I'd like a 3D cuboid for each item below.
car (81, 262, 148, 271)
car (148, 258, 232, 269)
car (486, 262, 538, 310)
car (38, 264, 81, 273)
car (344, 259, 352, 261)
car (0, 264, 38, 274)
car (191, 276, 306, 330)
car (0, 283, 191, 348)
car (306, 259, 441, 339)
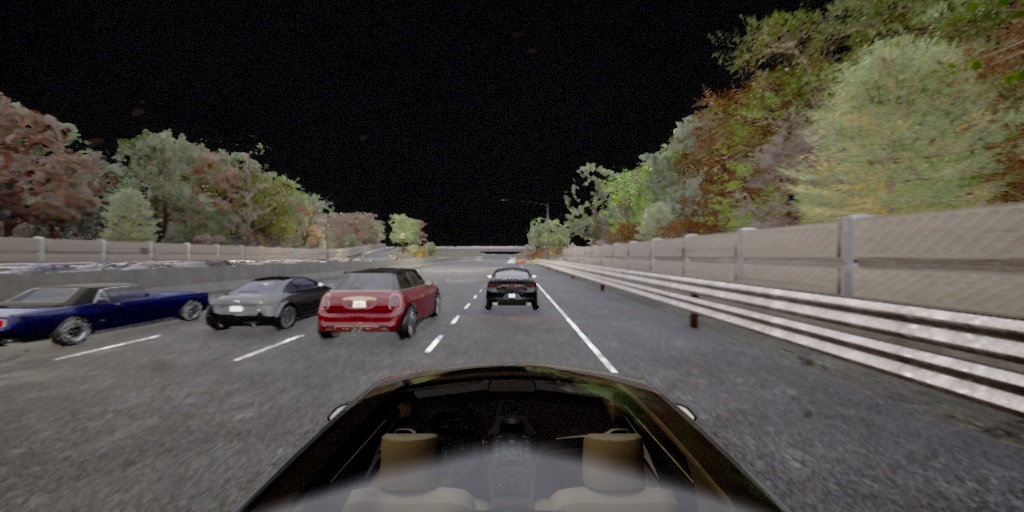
[{"bbox_3d":[-24.589,1.248,24.099,2.033,1.411,5.357,0,0,0],"label":"car"},{"bbox_3d":[-21.087,1.052,24.242,2.097,1.767,4.553,0,0,0],"label":"car"},{"bbox_3d":[-0.001,1.196,14.642,1.882,1.535,5.008,0,0,0],"label":"car"},{"bbox_3d":[-28.085,1.191,24.607,2.128,1.511,4.902,0,0,0],"label":"car"},{"bbox_3d":[-24.506,1.328,57.649,1.895,1.301,4.718,0,0,0],"label":"car"},{"bbox_3d":[-31.586,1.248,24.031,2.033,1.411,5.357,0,0,0],"label":"car"},{"bbox_3d":[-6.898,1.290,10.973,1.994,1.385,4.181,0,0,0],"label":"car"},{"bbox_3d":[-10.398,1.331,9.158,1.895,1.301,4.718,0,0,0],"label":"car"},{"bbox_3d":[-3.402,1.080,10.120,2.097,1.767,4.553,0,0,0],"label":"car"}]
